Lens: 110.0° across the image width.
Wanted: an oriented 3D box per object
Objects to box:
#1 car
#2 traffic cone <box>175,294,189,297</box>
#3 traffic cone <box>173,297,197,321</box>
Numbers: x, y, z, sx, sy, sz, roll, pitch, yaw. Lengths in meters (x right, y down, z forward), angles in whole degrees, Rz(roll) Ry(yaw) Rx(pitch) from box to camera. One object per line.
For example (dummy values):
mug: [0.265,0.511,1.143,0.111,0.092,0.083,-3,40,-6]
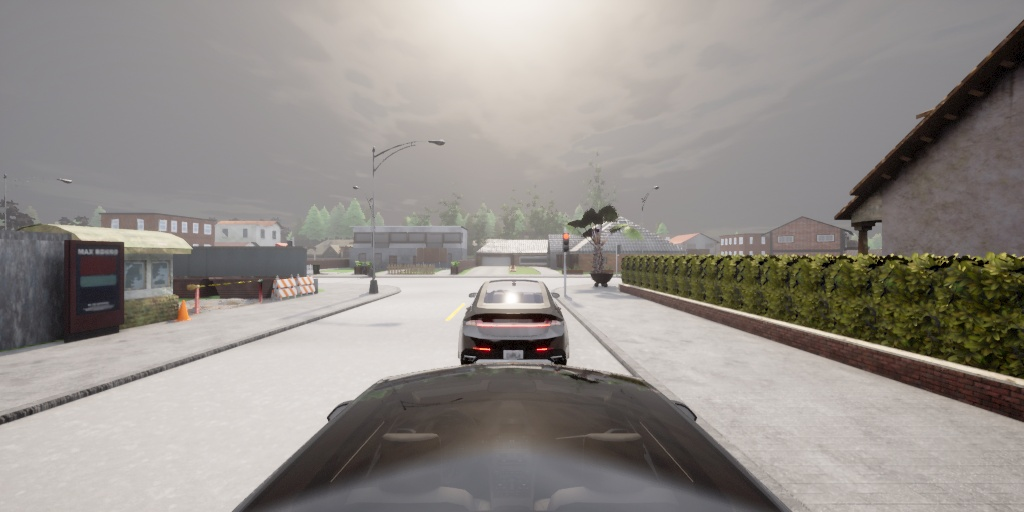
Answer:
car: [0.043,1.242,7.718,2.128,1.511,4.902,0,0,1]
traffic cone: [-10.390,1.568,11.066,0.344,0.586,0.344,0,0,0]
traffic cone: [-9.670,1.598,10.546,0.344,0.586,0.344,0,0,0]
